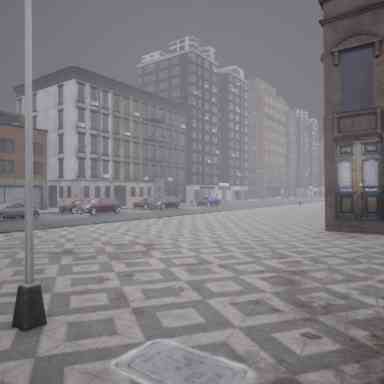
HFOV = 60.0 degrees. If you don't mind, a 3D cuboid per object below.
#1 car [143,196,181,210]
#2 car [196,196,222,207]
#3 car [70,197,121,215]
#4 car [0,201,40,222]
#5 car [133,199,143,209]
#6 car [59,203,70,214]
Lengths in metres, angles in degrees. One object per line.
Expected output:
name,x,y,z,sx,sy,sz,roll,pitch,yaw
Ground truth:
car,-3.425,1.300,41.598,2.097,1.767,4.553,-1,0,35
car,2.577,1.404,49.987,1.882,1.535,5.008,-1,0,36
car,-9.337,1.321,33.279,2.097,1.767,4.553,-1,0,35
car,-14.325,1.550,26.246,1.994,1.385,4.181,-1,0,35
car,-5.662,1.450,44.057,1.882,1.535,5.008,-1,0,36
car,-11.718,1.472,35.535,1.882,1.535,5.008,-1,0,35
